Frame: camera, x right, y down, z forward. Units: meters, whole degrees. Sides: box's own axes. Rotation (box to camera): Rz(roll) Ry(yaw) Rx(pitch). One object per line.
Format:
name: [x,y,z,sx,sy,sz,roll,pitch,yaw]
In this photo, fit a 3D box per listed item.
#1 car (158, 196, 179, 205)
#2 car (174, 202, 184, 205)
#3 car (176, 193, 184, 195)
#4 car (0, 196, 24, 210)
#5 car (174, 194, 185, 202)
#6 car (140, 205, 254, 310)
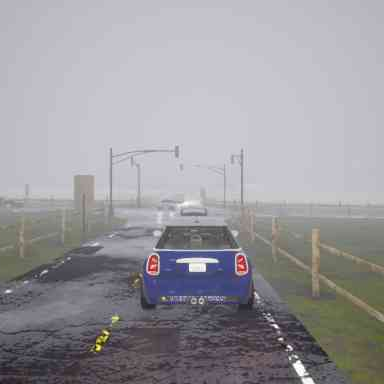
car: [-2.864,1.508,38.453,1.812,1.442,4.674,1,0,0]
car: [0.092,1.507,17.155,1.837,1.490,4.892,0,0,0]
car: [-2.721,1.247,73.158,2.150,2.045,5.566,0,0,0]
car: [-21.052,1.112,36.272,5.008,1.535,1.882,1,0,0]
car: [-2.840,1.579,60.114,1.994,1.385,4.181,0,0,0]
car: [0.096,1.353,7.990,2.097,1.767,4.553,0,0,0]
